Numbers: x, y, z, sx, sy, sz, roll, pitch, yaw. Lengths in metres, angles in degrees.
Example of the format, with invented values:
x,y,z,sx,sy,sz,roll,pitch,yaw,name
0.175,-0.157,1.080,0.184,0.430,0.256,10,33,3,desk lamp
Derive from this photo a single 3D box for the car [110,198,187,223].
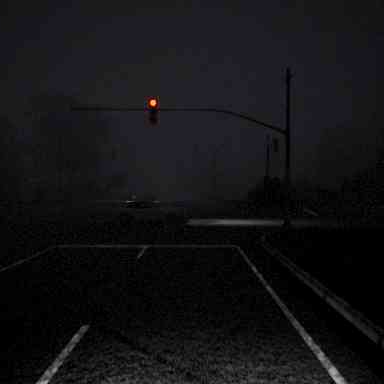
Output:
x,y,z,sx,sy,sz,roll,pitch,yaw,name
-2.668,1.228,21.265,4.718,1.301,1.895,0,2,5,car

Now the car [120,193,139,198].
x,y,z,sx,sy,sz,roll,pitch,yaw,name
-10.611,0.786,55.195,2.033,1.411,5.357,0,-1,0,car

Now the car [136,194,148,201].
x,y,z,sx,sy,sz,roll,pitch,yaw,name
-10.532,1.207,70.516,1.895,1.301,4.718,0,-1,0,car

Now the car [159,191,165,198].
x,y,z,sx,sy,sz,roll,pitch,yaw,name
-7.032,0.837,70.467,2.150,2.045,5.566,0,-1,0,car

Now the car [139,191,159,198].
x,y,z,sx,sy,sz,roll,pitch,yaw,name
-7.109,0.805,55.361,1.994,1.385,4.181,0,-1,0,car
